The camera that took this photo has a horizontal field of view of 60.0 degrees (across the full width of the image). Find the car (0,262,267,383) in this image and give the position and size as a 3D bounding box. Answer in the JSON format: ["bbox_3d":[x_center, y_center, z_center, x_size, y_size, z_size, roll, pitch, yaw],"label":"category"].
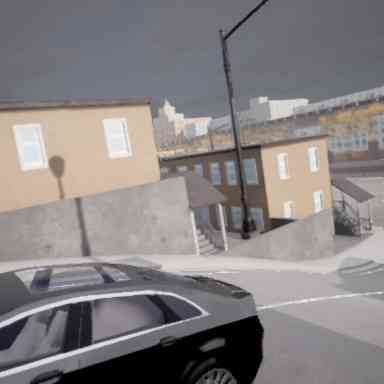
[{"bbox_3d":[-1.460,1.505,2.977,4.902,1.511,2.128,1,-1,-36],"label":"car"}]
